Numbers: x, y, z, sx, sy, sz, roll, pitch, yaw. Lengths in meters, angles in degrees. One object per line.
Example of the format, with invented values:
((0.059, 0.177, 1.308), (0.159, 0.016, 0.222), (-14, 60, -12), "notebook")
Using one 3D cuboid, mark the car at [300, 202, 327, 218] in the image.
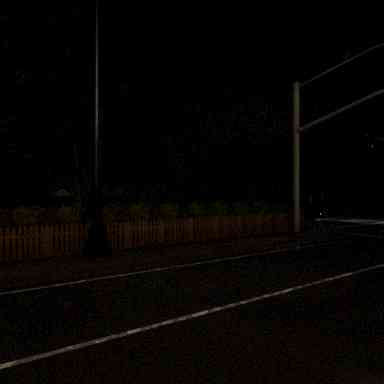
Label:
((9.861, 1.601, 30.565), (1.895, 1.301, 4.718), (0, 0, -35), "car")
